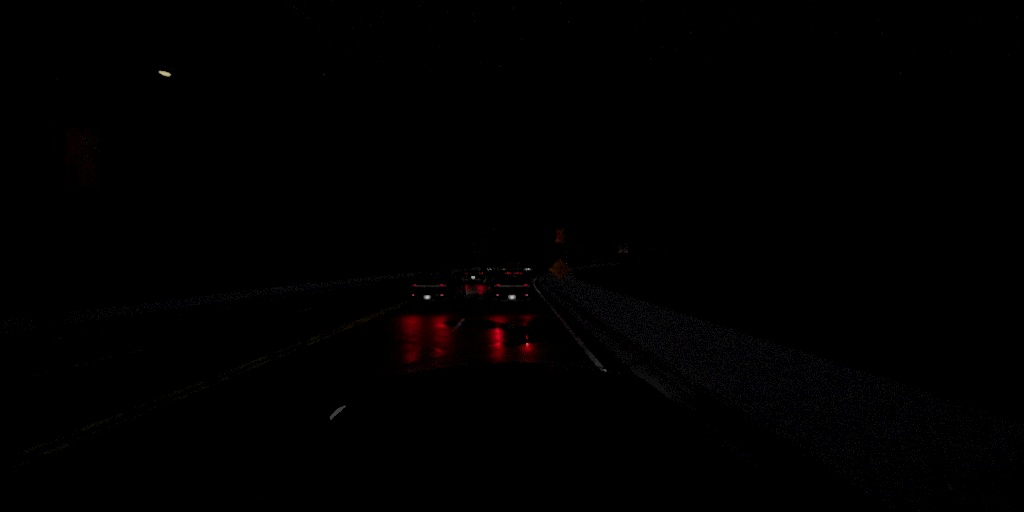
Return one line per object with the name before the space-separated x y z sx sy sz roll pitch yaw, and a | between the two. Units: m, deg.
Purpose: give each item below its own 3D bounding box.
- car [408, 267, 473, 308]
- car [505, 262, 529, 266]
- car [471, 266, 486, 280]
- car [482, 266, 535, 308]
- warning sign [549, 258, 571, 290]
car | -3.240 1.385 16.167 2.128 1.511 4.902 0 0 0
car | 0.271 1.536 30.884 1.837 1.490 4.892 0 0 4
car | -2.966 1.561 31.158 1.812 1.442 4.674 0 0 4
car | 0.011 1.385 16.159 2.128 1.511 4.902 0 0 0
warning sign | 2.858 1.058 21.122 1.300 1.860 1.060 0 0 0
